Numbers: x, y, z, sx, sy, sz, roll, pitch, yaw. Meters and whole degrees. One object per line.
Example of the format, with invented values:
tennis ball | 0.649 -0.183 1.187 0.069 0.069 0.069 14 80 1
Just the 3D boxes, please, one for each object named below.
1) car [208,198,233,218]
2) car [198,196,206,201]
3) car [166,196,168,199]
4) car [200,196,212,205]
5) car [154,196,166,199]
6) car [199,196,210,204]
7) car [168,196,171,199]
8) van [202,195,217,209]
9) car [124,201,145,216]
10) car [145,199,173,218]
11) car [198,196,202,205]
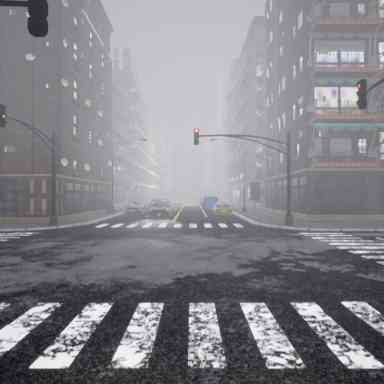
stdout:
car | 2.665 1.537 30.162 1.752 1.417 4.829 1 0 0
car | 2.467 1.626 83.586 1.887 1.381 4.507 1 0 0
car | -5.376 1.563 55.069 1.752 1.417 4.829 1 0 0
car | 2.497 1.485 60.962 1.967 1.590 4.097 1 0 0
car | -5.370 1.613 49.581 1.802 1.307 4.206 1 0 0
car | 2.489 1.604 66.618 2.008 1.369 4.403 1 0 0
car | -5.384 1.627 60.896 1.802 1.307 4.206 1 0 0
van | 2.553 1.366 43.996 1.690 1.788 3.998 1 0 0
car | -5.477 1.565 32.607 2.008 1.369 4.403 1 0 0
car | -2.789 1.614 30.268 1.895 1.301 4.718 0 0 0
car | 2.513 1.346 49.649 2.192 1.841 5.009 1 0 0
